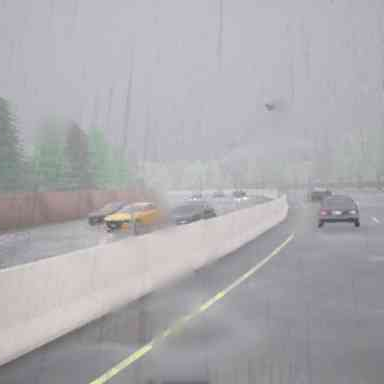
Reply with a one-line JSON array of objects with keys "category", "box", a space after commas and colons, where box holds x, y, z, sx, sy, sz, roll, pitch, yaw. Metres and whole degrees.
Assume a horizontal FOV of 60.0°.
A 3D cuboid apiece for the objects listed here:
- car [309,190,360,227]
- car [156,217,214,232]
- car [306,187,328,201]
[{"category": "car", "box": [7.354, 0.868, 16.842, 2.033, 1.411, 5.357, -3, 1, 23]}, {"category": "car", "box": [-0.197, 1.259, 17.517, 1.837, 1.490, 4.892, -3, 1, 24]}, {"category": "car", "box": [12.805, 0.232, 33.771, 1.882, 1.535, 5.008, -3, 1, 12]}]
